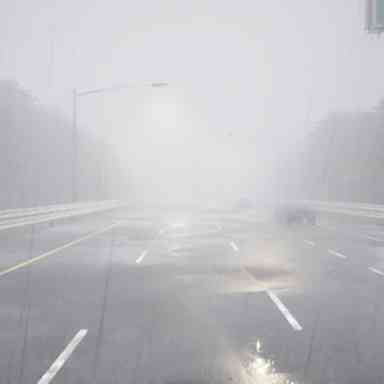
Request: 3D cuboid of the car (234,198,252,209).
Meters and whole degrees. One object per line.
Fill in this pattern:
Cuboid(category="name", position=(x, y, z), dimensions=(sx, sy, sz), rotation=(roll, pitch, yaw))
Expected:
Cuboid(category="car", position=(7.000, 1.556, 45.727), dimensions=(2.033, 1.411, 5.357), rotation=(0, 0, 0))

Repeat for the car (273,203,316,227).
Cuboid(category="car", position=(6.999, 1.509, 23.010), dimensions=(1.837, 1.490, 4.892), rotation=(0, 0, 0))

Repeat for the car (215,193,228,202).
Cuboid(category="car", position=(7.016, 1.390, 75.804), dimensions=(2.097, 1.767, 4.553), rotation=(0, 0, 0))
